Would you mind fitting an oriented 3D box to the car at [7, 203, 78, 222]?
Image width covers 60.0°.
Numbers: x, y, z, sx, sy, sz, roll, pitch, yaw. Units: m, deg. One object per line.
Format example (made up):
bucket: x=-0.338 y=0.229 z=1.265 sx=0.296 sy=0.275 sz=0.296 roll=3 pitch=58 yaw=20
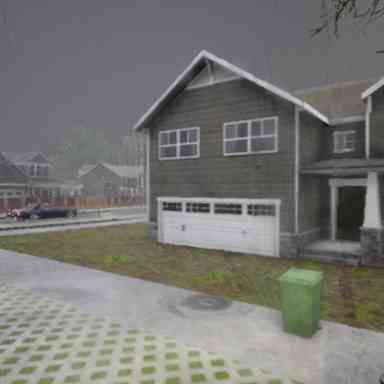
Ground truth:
car: x=-10.940 y=1.508 z=24.809 sx=1.895 sy=1.301 sz=4.718 roll=0 pitch=0 yaw=34
